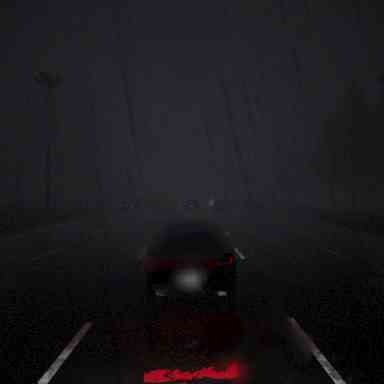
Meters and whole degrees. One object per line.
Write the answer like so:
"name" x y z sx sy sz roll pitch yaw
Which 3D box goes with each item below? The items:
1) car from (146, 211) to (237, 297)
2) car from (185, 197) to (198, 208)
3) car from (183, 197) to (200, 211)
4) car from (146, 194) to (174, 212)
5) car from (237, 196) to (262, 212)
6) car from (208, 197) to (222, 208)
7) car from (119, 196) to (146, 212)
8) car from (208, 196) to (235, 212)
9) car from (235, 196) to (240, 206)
"car" -0.016 1.477 8.636 1.882 1.535 5.008 0 0 0
"car" -0.095 1.501 49.458 1.837 1.490 4.892 0 0 0
"car" -0.073 1.561 39.453 1.994 1.385 4.181 0 0 0
"car" -3.577 1.219 38.695 2.150 2.045 5.566 0 0 0
"car" 6.924 1.561 39.257 1.994 1.385 4.181 0 0 0
"car" 3.404 1.522 49.294 1.812 1.442 4.674 0 0 0
"car" -7.077 1.545 38.626 2.033 1.411 5.357 0 0 0
"car" 3.426 1.489 39.079 2.128 1.511 4.902 0 0 0
"car" 6.903 1.348 49.233 2.097 1.767 4.553 0 0 0
